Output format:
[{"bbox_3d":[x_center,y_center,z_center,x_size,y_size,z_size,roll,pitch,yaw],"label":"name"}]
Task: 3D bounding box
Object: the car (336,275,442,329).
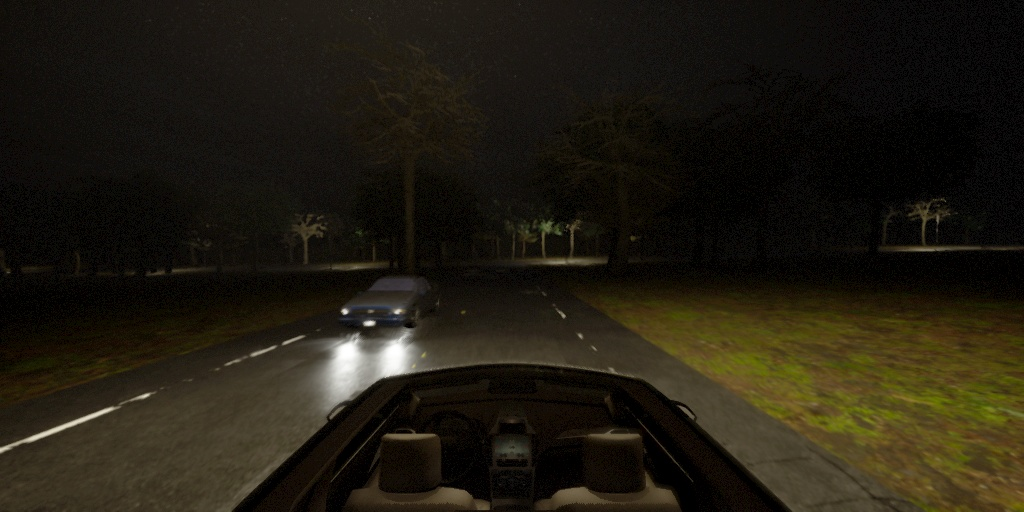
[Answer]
[{"bbox_3d":[-3.605,1.327,11.717,2.033,1.411,5.357,0,0,0],"label":"car"}]
